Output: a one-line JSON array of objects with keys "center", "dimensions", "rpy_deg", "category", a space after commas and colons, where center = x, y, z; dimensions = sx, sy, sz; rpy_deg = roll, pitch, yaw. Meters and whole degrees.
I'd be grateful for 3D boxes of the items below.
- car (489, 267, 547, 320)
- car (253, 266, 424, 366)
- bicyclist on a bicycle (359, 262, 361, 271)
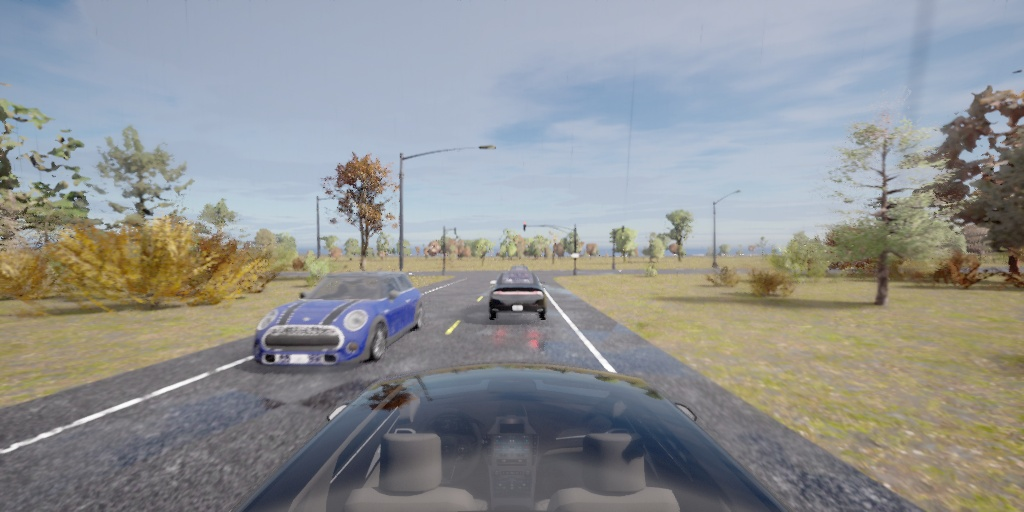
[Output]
[{"center": [0.205, 1.334, 13.061], "dimensions": [2.128, 1.511, 4.902], "rpy_deg": [0, 0, 1], "category": "car"}, {"center": [-3.549, 1.154, 8.268], "dimensions": [2.097, 1.767, 4.553], "rpy_deg": [0, 0, 1], "category": "car"}, {"center": [-24.879, 1.781, 59.233], "dimensions": [0.582, 1.620, 1.656], "rpy_deg": [-1, 0, 6], "category": "bicyclist on a bicycle"}]
